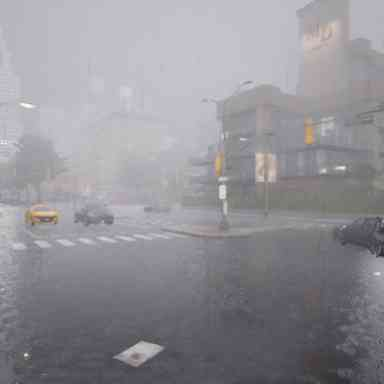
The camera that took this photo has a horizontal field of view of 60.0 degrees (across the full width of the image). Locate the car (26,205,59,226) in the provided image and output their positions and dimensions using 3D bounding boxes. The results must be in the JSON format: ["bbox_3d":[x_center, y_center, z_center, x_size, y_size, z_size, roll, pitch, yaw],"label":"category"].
[{"bbox_3d":[-12.129,1.803,26.805,1.882,1.535,5.008,1,-1,-33],"label":"car"}]

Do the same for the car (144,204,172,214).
[{"bbox_3d":[-4.489,2.159,42.835,1.895,1.301,4.718,1,-1,-33],"label":"car"}]

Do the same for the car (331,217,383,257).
[{"bbox_3d":[7.759,1.754,13.833,2.033,1.411,5.357,0,-1,-1],"label":"car"}]

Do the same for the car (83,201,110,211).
[{"bbox_3d":[-14.764,2.172,51.488,4.674,1.442,1.812,-1,-1,41],"label":"car"}]

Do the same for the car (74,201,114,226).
[{"bbox_3d":[-7.898,1.688,26.730,2.097,1.767,4.553,1,-1,-33],"label":"car"}]
